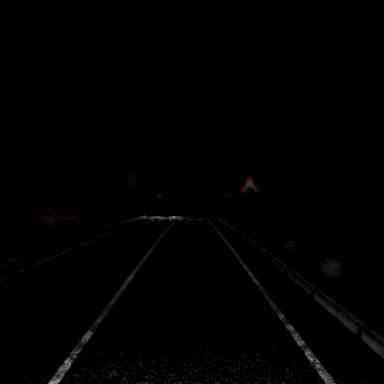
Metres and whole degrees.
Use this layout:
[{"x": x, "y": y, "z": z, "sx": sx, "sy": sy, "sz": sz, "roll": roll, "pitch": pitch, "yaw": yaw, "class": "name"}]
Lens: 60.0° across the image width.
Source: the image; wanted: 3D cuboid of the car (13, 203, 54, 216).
[{"x": -21.966, "y": 2.377, "z": 46.165, "sx": 4.553, "sy": 1.767, "sz": 2.185, "roll": 0, "pitch": -2, "yaw": 0, "class": "car"}]

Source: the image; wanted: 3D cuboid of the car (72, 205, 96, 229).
[{"x": -9.378, "y": 1.685, "z": 21.622, "sx": 5.366, "sy": 1.575, "sz": 1.946, "roll": 0, "pitch": -1, "yaw": 0, "class": "car"}]

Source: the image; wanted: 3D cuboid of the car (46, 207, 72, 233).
[{"x": -9.580, "y": 1.497, "z": 18.706, "sx": 4.553, "sy": 1.767, "sz": 2.185, "roll": 0, "pitch": -1, "yaw": 0, "class": "car"}]

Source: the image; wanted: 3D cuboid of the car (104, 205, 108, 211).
[{"x": -21.824, "y": 3.592, "z": 73.750, "sx": 4.892, "sy": 1.521, "sz": 2.231, "roll": 0, "pitch": -2, "yaw": 0, "class": "car"}]

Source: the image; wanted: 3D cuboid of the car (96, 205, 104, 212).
[{"x": -21.839, "y": 3.502, "z": 70.475, "sx": 4.674, "sy": 1.452, "sz": 2.002, "roll": 0, "pitch": -2, "yaw": 0, "class": "car"}]

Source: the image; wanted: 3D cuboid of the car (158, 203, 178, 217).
[{"x": -3.302, "y": 2.498, "z": 44.453, "sx": 1.837, "sy": 1.490, "sz": 4.892, "roll": 0, "pitch": -3, "yaw": 0, "class": "car"}]

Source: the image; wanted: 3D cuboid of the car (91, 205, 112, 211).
[{"x": -21.802, "y": 3.884, "z": 80.165, "sx": 4.674, "sy": 1.452, "sz": 2.002, "roll": 0, "pitch": -2, "yaw": 0, "class": "car"}]

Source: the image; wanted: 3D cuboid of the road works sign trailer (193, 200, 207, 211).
[{"x": 2.200, "y": 3.528, "z": 90.710, "sx": 3.560, "sy": 2.880, "sz": 2.380, "roll": -14, "pitch": 37, "yaw": -40, "class": "road works sign trailer"}]

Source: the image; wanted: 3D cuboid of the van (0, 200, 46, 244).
[{"x": -9.650, "y": 1.342, "z": 15.671, "sx": 4.442, "sy": 1.987, "sz": 1.878, "roll": 0, "pitch": -1, "yaw": 0, "class": "van"}]

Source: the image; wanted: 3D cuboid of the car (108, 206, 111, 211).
[{"x": -21.822, "y": 3.720, "z": 77.021, "sx": 5.008, "sy": 1.535, "sz": 2.097, "roll": 0, "pitch": -2, "yaw": 0, "class": "car"}]
